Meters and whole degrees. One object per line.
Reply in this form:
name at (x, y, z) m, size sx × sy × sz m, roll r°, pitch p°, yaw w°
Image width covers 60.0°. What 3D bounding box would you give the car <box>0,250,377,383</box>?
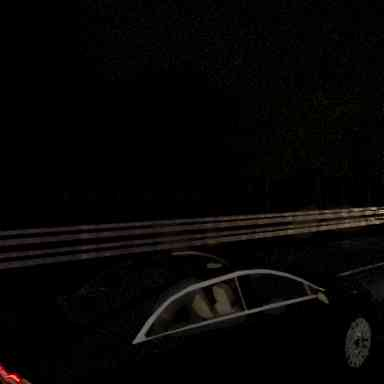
car at (0.325, 1.476, 3.977) m, size 4.902 × 1.511 × 2.128 m, roll 0°, pitch 0°, yaw -35°
